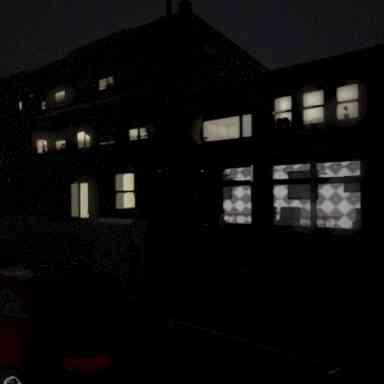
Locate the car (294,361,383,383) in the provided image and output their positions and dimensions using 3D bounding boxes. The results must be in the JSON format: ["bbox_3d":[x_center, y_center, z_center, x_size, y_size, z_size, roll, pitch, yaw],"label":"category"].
[{"bbox_3d":[2.465,1.541,1.155,4.507,1.381,1.887,0,-1,35],"label":"car"}]

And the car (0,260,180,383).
[{"bbox_3d":[-2.078,1.576,4.336,4.206,1.307,1.802,0,-1,35],"label":"car"}]
